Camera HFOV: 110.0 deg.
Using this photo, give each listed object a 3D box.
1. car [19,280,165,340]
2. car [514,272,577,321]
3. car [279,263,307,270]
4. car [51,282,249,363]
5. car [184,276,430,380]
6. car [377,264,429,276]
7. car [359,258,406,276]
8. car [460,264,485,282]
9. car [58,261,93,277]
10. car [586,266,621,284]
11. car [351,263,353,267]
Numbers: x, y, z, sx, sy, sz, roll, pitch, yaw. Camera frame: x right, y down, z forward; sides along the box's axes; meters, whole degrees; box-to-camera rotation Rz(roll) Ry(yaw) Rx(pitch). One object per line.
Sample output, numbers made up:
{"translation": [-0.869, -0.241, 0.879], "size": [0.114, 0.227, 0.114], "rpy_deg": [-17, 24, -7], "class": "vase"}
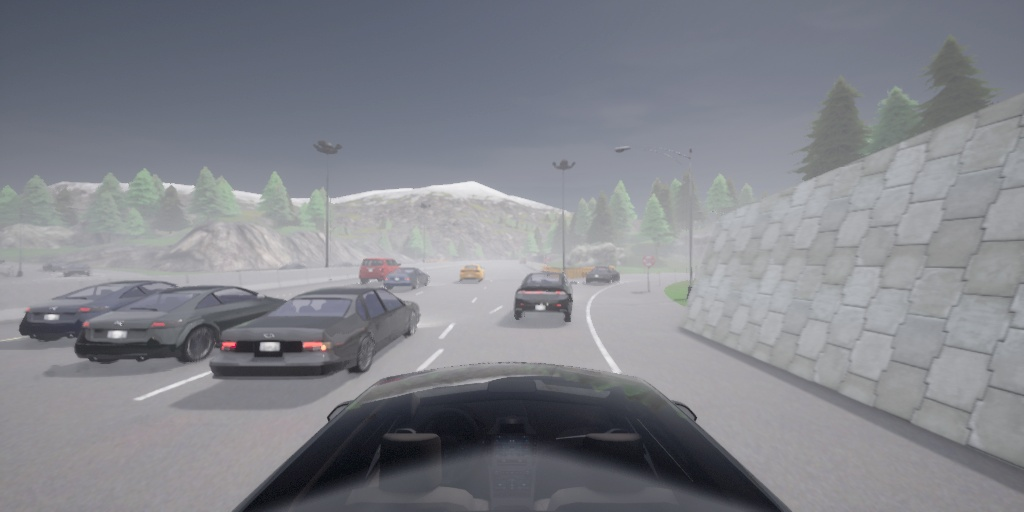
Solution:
{"translation": [-10.433, 1.370, 10.131], "size": [1.994, 1.385, 4.181], "rpy_deg": [0, 0, 0], "class": "car"}
{"translation": [1.290, 1.335, 13.056], "size": [2.128, 1.511, 4.902], "rpy_deg": [0, 0, 11], "class": "car"}
{"translation": [-31.713, 1.681, 52.052], "size": [1.994, 1.385, 4.181], "rpy_deg": [0, 0, 0], "class": "car"}
{"translation": [-6.928, 1.359, 8.294], "size": [1.994, 1.385, 4.181], "rpy_deg": [0, 0, 0], "class": "car"}
{"translation": [-3.424, 1.341, 7.564], "size": [2.033, 1.411, 5.357], "rpy_deg": [0, 0, 0], "class": "car"}
{"translation": [-6.980, 1.470, 24.242], "size": [2.033, 1.411, 5.357], "rpy_deg": [0, 0, 0], "class": "car"}
{"translation": [-10.496, 1.182, 29.261], "size": [2.150, 2.045, 5.566], "rpy_deg": [0, 0, 0], "class": "car"}
{"translation": [-3.506, 1.467, 32.173], "size": [1.882, 1.535, 5.008], "rpy_deg": [0, 0, 0], "class": "car"}
{"translation": [-47.158, 1.545, 39.083], "size": [5.357, 1.411, 2.033], "rpy_deg": [0, -1, 44], "class": "car"}
{"translation": [7.665, 1.548, 29.913], "size": [1.994, 1.385, 4.181], "rpy_deg": [0, -1, 30], "class": "car"}
{"translation": [-21.229, 1.612, 52.758], "size": [1.882, 1.535, 5.008], "rpy_deg": [0, 0, 0], "class": "car"}
